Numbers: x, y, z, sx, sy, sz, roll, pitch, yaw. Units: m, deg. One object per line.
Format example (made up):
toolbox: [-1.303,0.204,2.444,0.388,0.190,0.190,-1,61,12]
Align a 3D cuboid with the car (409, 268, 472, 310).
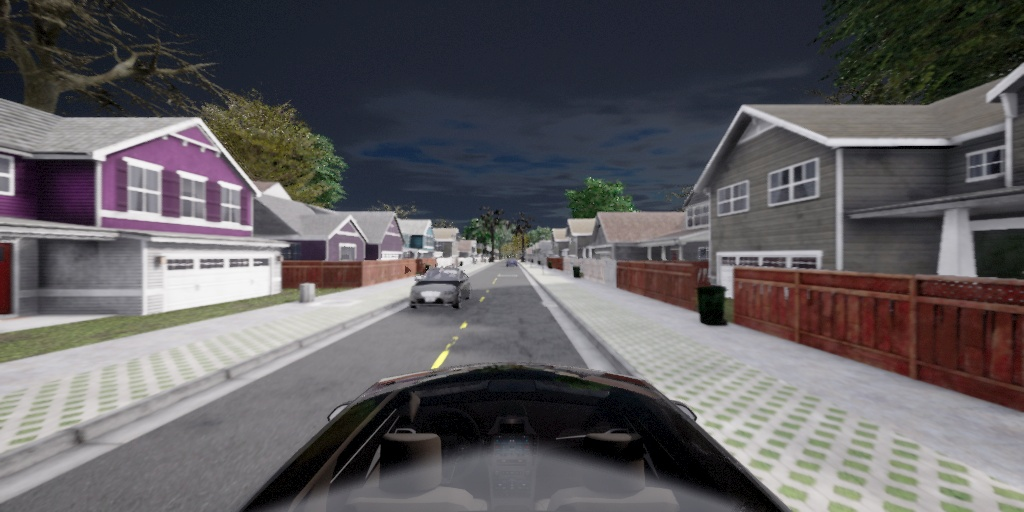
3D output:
car: [-2.796,1.241,14.824,2.128,1.511,4.902,0,0,1]
